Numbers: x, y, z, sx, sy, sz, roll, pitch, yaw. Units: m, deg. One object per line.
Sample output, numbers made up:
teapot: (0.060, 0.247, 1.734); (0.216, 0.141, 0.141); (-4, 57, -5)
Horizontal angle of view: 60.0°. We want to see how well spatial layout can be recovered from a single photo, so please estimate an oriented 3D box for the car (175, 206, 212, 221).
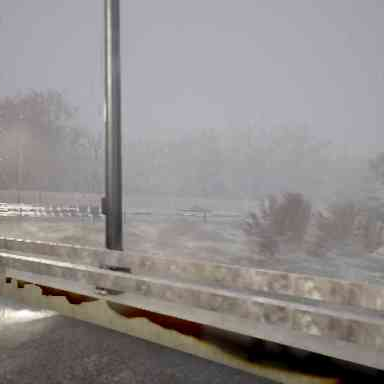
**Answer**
car: (0.149, 2.891, 45.523); (5.566, 2.045, 2.150); (4, -2, -26)
